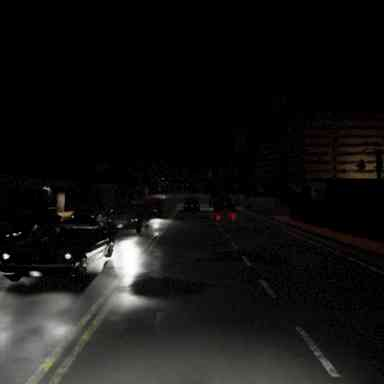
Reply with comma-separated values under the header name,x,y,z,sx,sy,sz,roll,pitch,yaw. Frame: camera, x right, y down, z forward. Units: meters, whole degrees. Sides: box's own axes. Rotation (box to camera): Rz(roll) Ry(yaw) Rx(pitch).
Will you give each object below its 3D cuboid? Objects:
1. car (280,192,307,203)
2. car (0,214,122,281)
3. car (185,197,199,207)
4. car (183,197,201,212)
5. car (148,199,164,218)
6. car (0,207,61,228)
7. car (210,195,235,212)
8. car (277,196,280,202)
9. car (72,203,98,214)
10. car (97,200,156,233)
name,x,y,z,sx,sy,sz,roll,pitch,yaw
car,17.784,0.979,56.936,3.866,1.878,1.905,0,0,-2
car,-3.599,1.569,9.860,1.895,1.301,4.718,0,0,0
car,0.004,1.415,47.549,1.994,1.385,4.181,0,0,0
car,-0.003,1.433,36.663,2.033,1.411,5.357,0,0,0
car,-3.523,1.413,29.223,1.837,1.490,4.892,0,0,0
car,-7.094,1.460,14.255,1.837,1.490,4.892,0,0,0
car,3.497,1.236,36.952,2.097,1.767,4.553,0,0,0
car,17.764,0.967,59.831,4.605,1.855,1.932,0,0,-2
car,-7.065,1.471,24.055,2.033,1.411,5.357,0,0,0
car,-3.585,1.431,19.177,2.128,1.511,4.902,0,0,0
